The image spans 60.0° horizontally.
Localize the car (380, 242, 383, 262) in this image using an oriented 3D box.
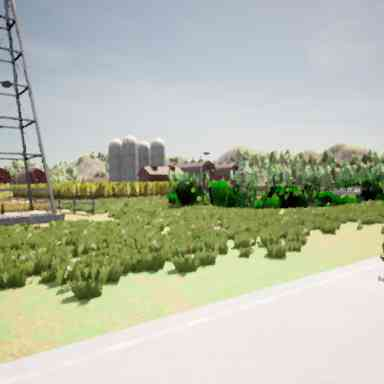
[{"bbox_3d":[6.761,1.323,8.447,4.718,1.301,1.895,-2,1,-35],"label":"car"}]
